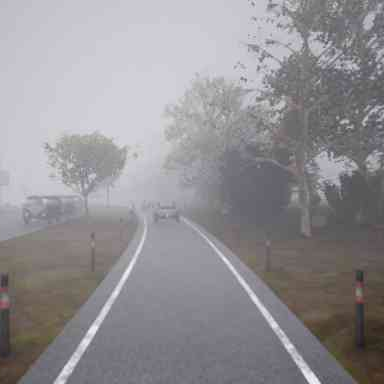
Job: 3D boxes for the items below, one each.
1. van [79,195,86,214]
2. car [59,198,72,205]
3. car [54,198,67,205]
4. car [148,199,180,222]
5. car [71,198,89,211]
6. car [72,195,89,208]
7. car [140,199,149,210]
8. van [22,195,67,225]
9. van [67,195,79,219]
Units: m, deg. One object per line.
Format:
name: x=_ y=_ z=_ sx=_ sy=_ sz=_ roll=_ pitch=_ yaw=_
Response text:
van: x=-12.508 y=1.332 z=34.571 sx=1.878 sy=1.987 sz=4.442 roll=1 pitch=-2 yaw=-11
car: x=-30.694 y=2.347 z=80.593 sx=2.097 sy=1.535 sz=5.008 roll=-1 pitch=-1 yaw=-31
car: x=-34.032 y=2.485 z=85.966 sx=2.231 sy=1.521 sz=4.892 roll=-1 pitch=-1 yaw=-32
car: x=-2.072 y=1.469 z=25.707 sx=2.128 sy=1.511 sz=4.902 roll=0 pitch=0 yaw=-8
car: x=-15.245 y=1.670 z=45.335 sx=1.946 sy=1.575 sz=5.366 roll=2 pitch=-2 yaw=-15
car: x=-18.828 y=1.589 z=56.096 sx=2.435 sy=2.045 sz=5.566 roll=2 pitch=-2 yaw=-21
car: x=-5.535 y=1.575 z=42.662 sx=1.895 sy=1.301 sz=4.718 roll=-1 pitch=0 yaw=-14
van: x=-10.531 y=1.258 z=23.577 sx=1.878 sy=1.987 sz=4.442 roll=1 pitch=-1 yaw=-10
van: x=-11.429 y=1.290 z=29.085 sx=1.878 sy=1.987 sz=4.442 roll=1 pitch=-1 yaw=-11
